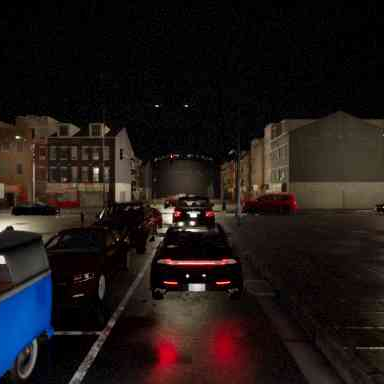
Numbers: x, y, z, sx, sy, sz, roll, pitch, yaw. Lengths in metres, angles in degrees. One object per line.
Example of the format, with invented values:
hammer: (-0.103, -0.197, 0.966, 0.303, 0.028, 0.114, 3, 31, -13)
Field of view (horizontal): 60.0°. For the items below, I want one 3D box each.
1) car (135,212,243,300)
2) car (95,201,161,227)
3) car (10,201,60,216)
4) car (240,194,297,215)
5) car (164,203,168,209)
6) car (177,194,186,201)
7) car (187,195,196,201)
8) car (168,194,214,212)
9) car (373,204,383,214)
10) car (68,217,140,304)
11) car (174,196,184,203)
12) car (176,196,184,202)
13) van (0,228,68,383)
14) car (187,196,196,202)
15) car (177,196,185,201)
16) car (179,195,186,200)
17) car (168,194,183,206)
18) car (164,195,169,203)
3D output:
car: (0.089, 1.491, 8.364, 2.128, 1.511, 4.902, 0, 0, 0)
car: (-2.659, 1.315, 13.603, 2.192, 1.841, 5.009, 0, 0, 0)
car: (-14.487, 1.571, 30.891, 4.181, 1.385, 1.994, 0, 0, 0)
car: (7.766, 1.231, 33.825, 5.566, 2.045, 2.150, 0, 0, 0)
car: (-2.664, 1.546, 19.036, 1.887, 1.381, 4.507, 0, 0, 0)
car: (-2.744, 1.399, 88.861, 2.192, 1.841, 5.009, 0, 0, 0)
car: (-0.095, 1.436, 86.166, 2.128, 1.511, 4.902, 0, 0, 0)
car: (0.079, 1.223, 18.557, 2.150, 2.045, 5.566, 0, 0, 0)
car: (21.082, 1.520, 33.817, 4.902, 1.511, 2.128, 0, 0, 0)
car: (-2.652, 1.544, 8.169, 1.887, 1.381, 4.507, 0, 0, 0)
car: (-2.724, 1.605, 72.580, 2.008, 1.369, 4.403, 0, 0, 0)
car: (-2.730, 1.589, 77.838, 1.752, 1.417, 4.829, 0, 0, 0)
van: (-2.647, 1.341, 2.735, 1.690, 1.788, 3.998, 0, 0, 0)
car: (-0.084, 1.648, 76.193, 1.895, 1.301, 4.718, 0, 0, 0)
car: (-2.736, 1.640, 83.434, 1.947, 1.339, 4.313, 0, 0, 0)
car: (-2.749, 1.536, 94.288, 1.967, 1.590, 4.097, 0, 0, 0)
car: (-2.707, 1.344, 56.300, 2.192, 1.841, 5.009, 0, 0, 0)
car: (-2.695, 1.333, 45.446, 2.192, 1.841, 5.009, 0, 0, 0)
